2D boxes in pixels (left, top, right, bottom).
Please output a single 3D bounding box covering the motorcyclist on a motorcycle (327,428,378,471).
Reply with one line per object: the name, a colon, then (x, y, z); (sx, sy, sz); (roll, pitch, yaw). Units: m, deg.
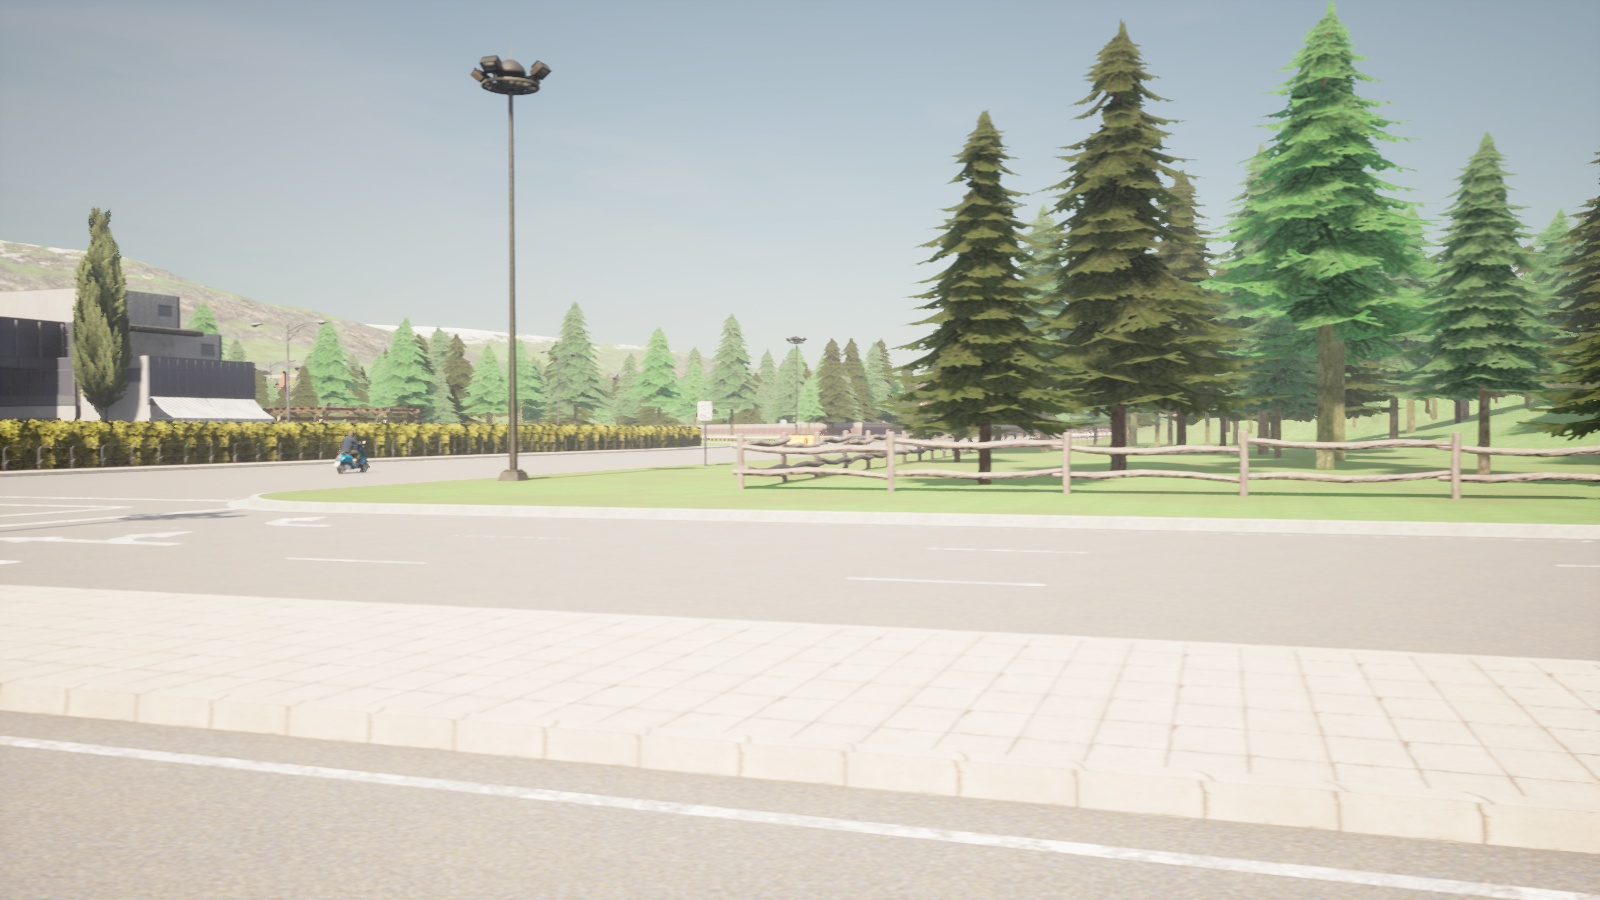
motorcyclist on a motorcycle: (-16.834, -0.039, 47.287); (0.866, 1.590, 1.817); (1, 1, 20)
